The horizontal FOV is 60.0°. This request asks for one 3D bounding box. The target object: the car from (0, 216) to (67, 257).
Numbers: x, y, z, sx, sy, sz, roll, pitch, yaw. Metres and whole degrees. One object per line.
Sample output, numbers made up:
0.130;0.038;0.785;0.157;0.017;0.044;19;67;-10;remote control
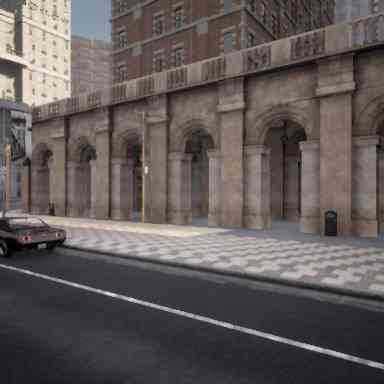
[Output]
-7.029;1.592;12.874;4.718;1.301;1.895;0;0;35;car
